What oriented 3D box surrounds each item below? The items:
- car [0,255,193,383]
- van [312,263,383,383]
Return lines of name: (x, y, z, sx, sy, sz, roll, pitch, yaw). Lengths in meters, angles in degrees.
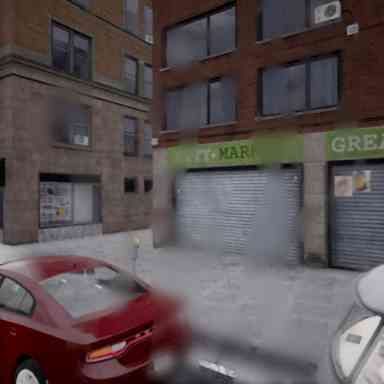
car: (-2.098, 1.559, 4.572, 4.507, 1.381, 1.887, 0, 0, 35)
van: (2.511, 1.336, 1.287, 3.998, 1.788, 1.690, 0, 0, 35)
